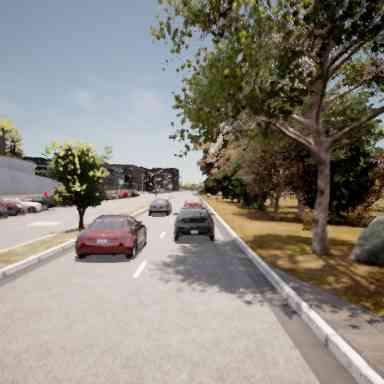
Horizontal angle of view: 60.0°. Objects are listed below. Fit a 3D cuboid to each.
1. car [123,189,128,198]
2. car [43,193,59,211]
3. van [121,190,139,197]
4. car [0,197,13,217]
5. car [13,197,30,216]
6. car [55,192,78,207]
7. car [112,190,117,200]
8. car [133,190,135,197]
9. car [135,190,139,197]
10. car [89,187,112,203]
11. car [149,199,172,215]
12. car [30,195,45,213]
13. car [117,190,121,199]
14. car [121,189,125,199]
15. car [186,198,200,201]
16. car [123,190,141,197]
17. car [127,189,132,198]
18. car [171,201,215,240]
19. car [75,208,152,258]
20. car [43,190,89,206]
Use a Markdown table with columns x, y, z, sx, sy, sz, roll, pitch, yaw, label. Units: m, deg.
| x | y | z | sx | sy | sz | roll | pitch | yaw | label |
| --- | --- | --- | --- | --- | --- | --- | --- | --- | --- |
| -16.806 | 0.789 | 70.591 | 4.792 | 1.488 | 2.163 | -1 | 1 | -20 | car |
| -16.805 | 1.220 | 34.598 | 5.008 | 1.535 | 2.097 | -1 | 1 | -20 | car |
| -16.586 | 0.385 | 88.678 | 4.442 | 1.987 | 1.878 | -1 | 0 | -19 | van |
| -16.822 | 1.392 | 25.600 | 4.674 | 1.452 | 2.002 | -1 | 0 | -20 | car |
| -16.849 | 1.184 | 28.586 | 4.553 | 1.767 | 2.185 | -1 | 1 | -20 | car |
| -16.780 | 1.152 | 40.615 | 4.792 | 1.488 | 2.163 | -1 | 1 | -20 | car |
| -16.759 | 0.717 | 61.610 | 4.553 | 1.767 | 2.185 | -1 | 1 | -20 | car |
| -16.755 | 0.725 | 79.612 | 4.674 | 1.452 | 2.002 | -1 | 1 | -20 | car |
| -16.775 | 0.410 | 82.606 | 5.566 | 2.045 | 2.435 | -1 | 1 | -20 | car |
| -16.821 | 0.660 | 55.582 | 5.566 | 2.045 | 2.435 | -1 | 1 | -20 | car |
| -2.893 | 1.333 | 30.802 | 2.033 | 1.411 | 5.357 | 0 | 1 | 0 | car |
| -16.817 | 1.306 | 31.599 | 4.674 | 1.452 | 2.002 | -1 | 1 | -20 | car |
| -16.819 | 0.688 | 64.596 | 4.553 | 1.767 | 2.185 | -1 | 0 | -20 | car |
| -16.790 | 0.787 | 67.607 | 4.892 | 1.521 | 2.231 | -1 | 0 | -20 | car |
| 0.108 | 1.327 | 34.678 | 1.895 | 1.301 | 4.718 | 0 | 1 | 0 | car |
| -16.611 | 0.462 | 91.657 | 4.553 | 1.767 | 2.185 | -1 | 1 | -19 | car |
| -16.806 | 0.483 | 73.592 | 5.566 | 2.045 | 2.435 | -1 | 1 | -20 | car |
| 0.104 | 1.451 | 16.723 | 1.837 | 1.490 | 4.892 | 0 | 0 | 0 | car |
| -2.897 | 1.535 | 12.696 | 1.994 | 1.385 | 4.181 | 0 | 0 | 0 | car |
| -16.783 | 0.825 | 43.614 | 5.566 | 2.045 | 2.435 | -1 | 1 | -20 | car |
